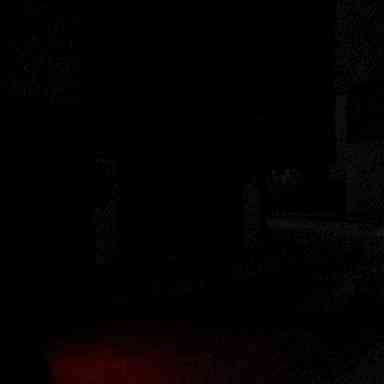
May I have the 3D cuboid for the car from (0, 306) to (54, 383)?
[{"bbox_3d":[-3.540,1.601,2.081,4.718,1.301,1.895,0,0,-35],"label":"car"}]
